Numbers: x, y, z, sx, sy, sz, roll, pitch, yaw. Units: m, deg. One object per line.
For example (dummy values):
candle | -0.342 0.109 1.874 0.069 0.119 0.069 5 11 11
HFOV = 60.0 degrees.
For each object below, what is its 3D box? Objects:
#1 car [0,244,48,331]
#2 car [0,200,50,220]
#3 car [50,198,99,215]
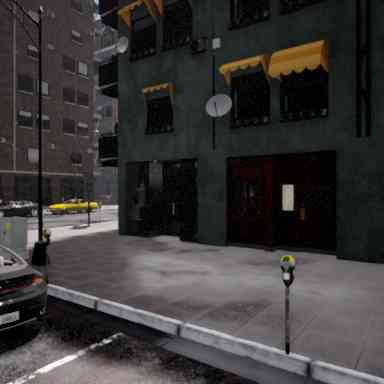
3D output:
car | -4.360 1.551 5.980 4.403 1.369 2.008 0 0 35
car | -13.933 1.347 25.986 2.008 1.369 4.403 1 1 35
car | -10.845 1.247 30.413 1.752 1.417 4.829 1 1 35
